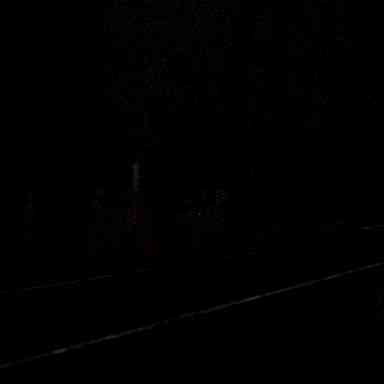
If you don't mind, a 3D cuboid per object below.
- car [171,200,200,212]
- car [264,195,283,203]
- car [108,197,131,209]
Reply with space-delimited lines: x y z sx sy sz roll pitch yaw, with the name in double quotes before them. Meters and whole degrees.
"car" -0.938 1.772 42.242 1.812 1.442 4.674 -1 -1 -37
"car" 16.716 1.420 67.987 1.970 1.475 3.806 -1 -1 -37
"car" -12.746 1.907 58.142 2.150 2.045 5.566 -1 0 -37
